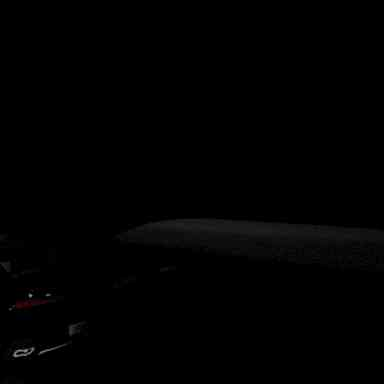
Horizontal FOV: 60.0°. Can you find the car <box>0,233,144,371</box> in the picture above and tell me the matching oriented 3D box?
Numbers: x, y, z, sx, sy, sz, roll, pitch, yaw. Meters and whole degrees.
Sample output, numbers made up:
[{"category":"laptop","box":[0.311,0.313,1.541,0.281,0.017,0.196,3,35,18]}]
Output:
[{"category":"car","box":[-3.432,1.488,5.703,4.892,1.521,2.231,0,0,36]}]
